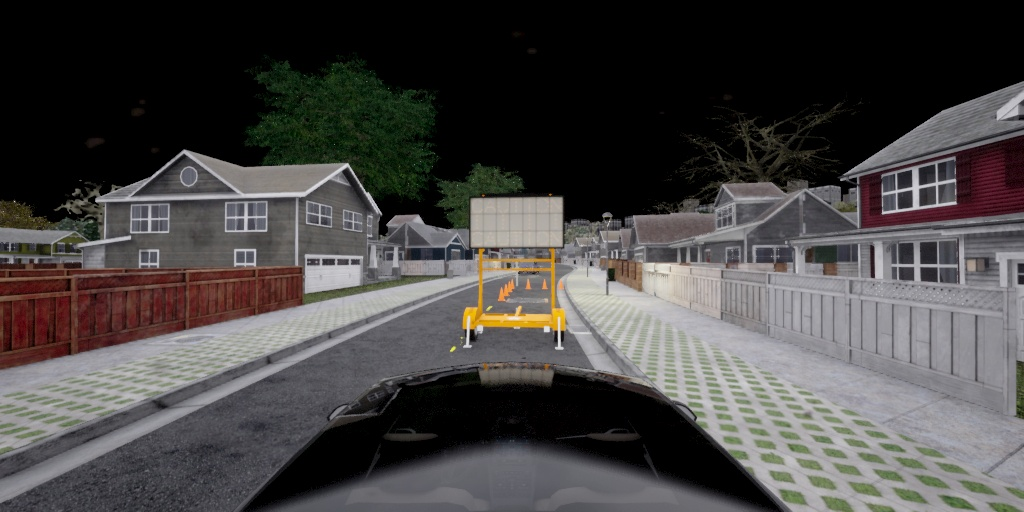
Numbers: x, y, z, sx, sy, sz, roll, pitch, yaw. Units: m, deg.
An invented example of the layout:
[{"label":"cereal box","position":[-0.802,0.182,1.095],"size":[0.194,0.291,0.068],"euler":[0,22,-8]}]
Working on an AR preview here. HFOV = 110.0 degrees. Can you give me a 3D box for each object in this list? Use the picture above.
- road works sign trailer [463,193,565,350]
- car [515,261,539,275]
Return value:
[{"label":"road works sign trailer","position":[0.131,0.218,9.160],"size":[2.380,3.560,2.880],"euler":[0,0,5]},{"label":"car","position":[1.679,1.166,39.220],"size":[2.097,1.767,4.553],"euler":[0,0,12]}]
